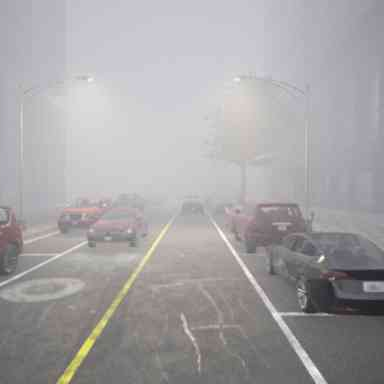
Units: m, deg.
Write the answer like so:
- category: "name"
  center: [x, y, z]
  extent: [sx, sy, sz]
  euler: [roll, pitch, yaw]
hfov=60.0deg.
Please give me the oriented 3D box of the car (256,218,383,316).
- category: "car"
  center: [2.856, 1.507, 7.300]
  extent: [1.947, 1.339, 4.313]
  euler: [0, 0, 0]

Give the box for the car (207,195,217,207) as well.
- category: "car"
  center: [2.856, 1.258, 35.668]
  extent: [1.752, 1.417, 4.829]
  euler: [0, 0, 0]

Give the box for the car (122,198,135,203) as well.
- category: "car"
  center: [-5.669, 1.382, 24.227]
  extent: [1.947, 1.339, 4.313]
  euler: [0, 0, 0]

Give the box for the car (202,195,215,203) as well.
- category: "car"
  center: [2.856, 1.155, 58.055]
  extent: [1.947, 1.339, 4.313]
  euler: [0, 0, 0]

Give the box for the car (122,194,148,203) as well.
- category: "car"
  center: [-5.669, 1.090, 29.863]
  extent: [2.192, 1.841, 5.009]
  euler: [0, 0, 0]

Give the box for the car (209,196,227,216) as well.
- category: "car"
  center: [2.857, 1.340, 29.858]
  extent: [1.947, 1.339, 4.313]
  euler: [0, 0, 0]

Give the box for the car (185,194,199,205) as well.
- category: "car"
  center: [0.006, 1.122, 51.280]
  extent: [2.128, 1.511, 4.902]
  euler: [0, 0, 0]

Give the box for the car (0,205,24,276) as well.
- category: "car"
  center: [-5.670, 1.257, 7.308]
  extent: [2.192, 1.841, 5.009]
  euler: [0, 0, 0]

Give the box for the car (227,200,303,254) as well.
- category: "car"
  center: [2.856, 1.214, 12.938]
  extent: [2.192, 1.841, 5.009]
  euler: [0, 0, 0]

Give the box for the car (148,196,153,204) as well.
- category: "car"
  center: [-5.669, 1.279, 35.504]
  extent: [1.887, 1.381, 4.507]
  euler: [0, 0, 0]

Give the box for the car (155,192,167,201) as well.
- category: "car"
  center: [-5.670, 0.904, 58.056]
  extent: [2.192, 1.841, 5.009]
  euler: [0, 0, 0]

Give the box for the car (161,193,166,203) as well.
- category: "car"
  center: [-5.669, 1.190, 52.420]
  extent: [1.947, 1.339, 4.313]
  euler: [0, 0, 0]

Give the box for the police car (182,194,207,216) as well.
- category: "police car"
  center: [0.077, 1.197, 30.221]
  extent: [1.930, 1.638, 5.238]
  euler: [0, 1, 0]

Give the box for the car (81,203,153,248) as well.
- category: "car"
  center: [-3.028, 1.414, 14.401]
  extent: [1.812, 1.442, 4.674]
  euler: [0, 0, 0]

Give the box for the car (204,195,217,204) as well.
- category: "car"
  center: [2.856, 1.205, 52.416]
  extent: [1.802, 1.307, 4.206]
  euler: [0, 0, 0]

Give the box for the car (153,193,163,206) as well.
- category: "car"
  center: [-5.669, 1.225, 46.782]
  extent: [1.947, 1.339, 4.313]
  euler: [0, 0, 0]

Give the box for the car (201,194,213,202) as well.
- category: "car"
  center: [2.856, 1.123, 63.695]
  extent: [1.947, 1.339, 4.313]
  euler: [0, 0, 0]

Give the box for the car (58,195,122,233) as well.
- category: "car"
  center: [-5.670, 1.173, 18.587]
  extent: [2.192, 1.841, 5.009]
  euler: [0, 0, 0]

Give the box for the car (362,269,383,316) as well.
- category: "car"
  center: [2.856, 1.567, 1.663]
  extent: [1.802, 1.307, 4.206]
  euler: [0, 0, 0]

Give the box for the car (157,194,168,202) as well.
- category: "car"
  center: [-5.669, 1.140, 63.697]
  extent: [1.802, 1.307, 4.206]
  euler: [0, 0, 0]

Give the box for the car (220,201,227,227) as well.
- category: "car"
  center: [2.856, 1.402, 18.580]
  extent: [1.887, 1.381, 4.507]
  euler: [0, 0, 0]
